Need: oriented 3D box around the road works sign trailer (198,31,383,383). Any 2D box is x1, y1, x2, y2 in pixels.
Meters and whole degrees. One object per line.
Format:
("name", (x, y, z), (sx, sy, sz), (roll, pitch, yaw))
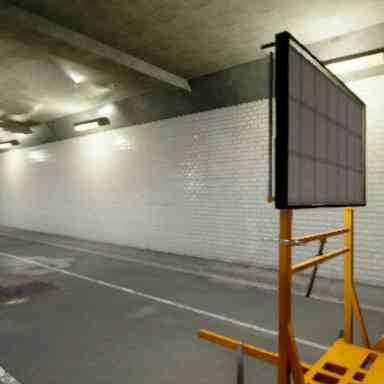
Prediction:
("road works sign trailer", (1.219, 0.556, 3.491), (2.880, 3.560, 2.380), (0, -1, 40))
